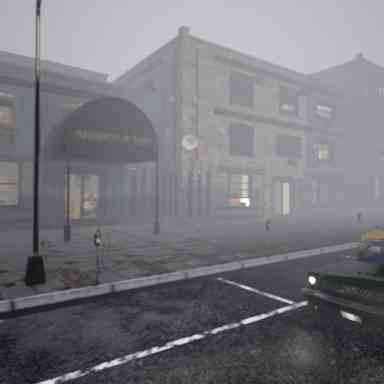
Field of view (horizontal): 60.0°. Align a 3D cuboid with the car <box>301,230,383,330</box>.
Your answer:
[{"bbox_3d":[4.228,1.598,6.374,4.718,1.301,1.895,0,0,-35],"label":"car"}]

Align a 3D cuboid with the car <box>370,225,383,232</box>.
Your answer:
[{"bbox_3d":[7.888,1.520,12.134,4.829,1.417,1.752,0,1,-35],"label":"car"}]
